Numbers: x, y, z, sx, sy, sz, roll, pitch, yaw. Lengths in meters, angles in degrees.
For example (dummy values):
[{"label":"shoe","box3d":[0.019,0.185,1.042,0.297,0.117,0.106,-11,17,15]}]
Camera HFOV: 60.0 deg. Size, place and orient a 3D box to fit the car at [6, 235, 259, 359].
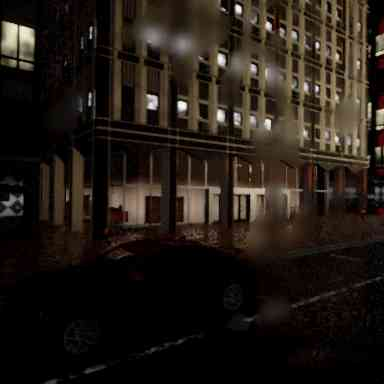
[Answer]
[{"label":"car","box3d":[-0.775,1.534,5.988,4.507,1.381,1.887,0,1,-35]}]
